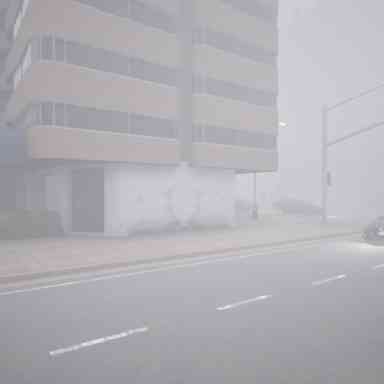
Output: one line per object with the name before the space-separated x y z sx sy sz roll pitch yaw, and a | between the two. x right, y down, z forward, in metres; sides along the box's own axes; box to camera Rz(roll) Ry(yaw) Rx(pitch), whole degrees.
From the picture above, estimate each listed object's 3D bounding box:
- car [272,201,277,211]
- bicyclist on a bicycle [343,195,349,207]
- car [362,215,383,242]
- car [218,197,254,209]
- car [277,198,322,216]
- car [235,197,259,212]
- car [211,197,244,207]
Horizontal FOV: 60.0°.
car | 11.441 1.478 37.687 1.882 1.535 5.008 0 0 -36
bicyclist on a bicycle | 22.058 1.301 47.707 1.656 1.620 0.582 0 0 -36
car | 9.581 1.564 15.109 4.181 1.385 1.994 0 0 -35
car | 5.911 1.491 45.307 2.128 1.511 4.902 0 0 -36
car | 10.847 1.564 32.549 1.994 1.385 4.181 0 0 -36
car | 5.921 1.564 39.341 1.994 1.385 4.181 0 0 -35
car | 5.454 1.547 52.211 2.033 1.411 5.357 0 0 -36
